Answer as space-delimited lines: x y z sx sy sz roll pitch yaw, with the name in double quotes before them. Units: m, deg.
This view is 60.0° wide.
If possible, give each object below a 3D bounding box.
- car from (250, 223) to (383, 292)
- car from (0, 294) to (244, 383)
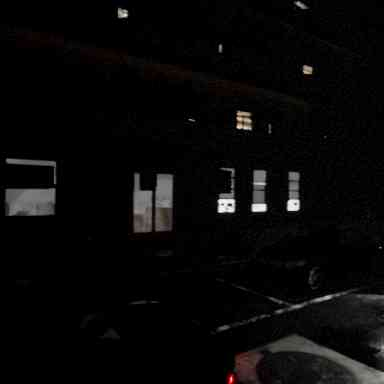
"car" 3.432 1.508 8.702 4.206 1.307 1.802 0 2 -33
"car" -2.121 1.531 2.000 5.357 1.411 2.033 0 1 -32
